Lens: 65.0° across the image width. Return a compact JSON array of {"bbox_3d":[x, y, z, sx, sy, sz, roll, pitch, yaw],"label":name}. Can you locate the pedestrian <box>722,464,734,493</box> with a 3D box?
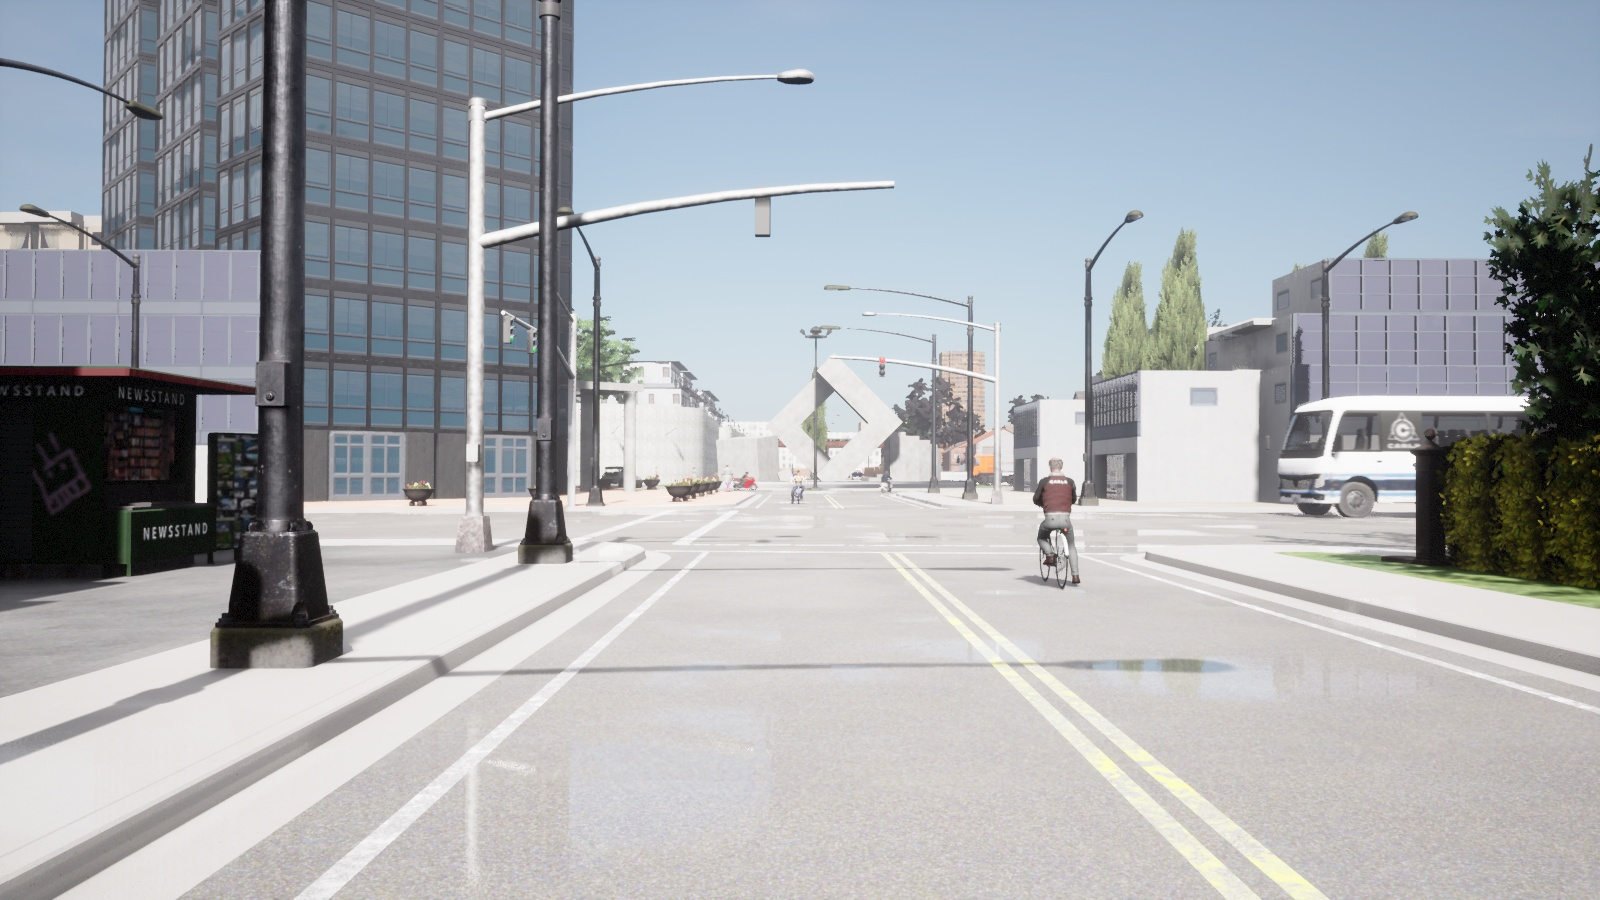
[{"bbox_3d":[-4.796,1.892,83.639,0.659,1.952,0.873,0,-1,-15],"label":"pedestrian"}]

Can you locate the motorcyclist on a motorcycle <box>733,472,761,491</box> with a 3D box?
[{"bbox_3d":[-4.087,2.436,96.908,2.044,1.523,0.797,-1,-2,19],"label":"motorcyclist on a motorcycle"}]

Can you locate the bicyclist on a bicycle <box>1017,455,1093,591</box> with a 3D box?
[{"bbox_3d":[3.485,0.961,17.280,0.659,1.776,1.843,0,-1,0],"label":"bicyclist on a bicycle"}]

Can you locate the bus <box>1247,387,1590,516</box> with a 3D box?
[{"bbox_3d":[21.614,0.057,44.300,10.273,4.253,3.944,0,-1,-6],"label":"bus"}]
